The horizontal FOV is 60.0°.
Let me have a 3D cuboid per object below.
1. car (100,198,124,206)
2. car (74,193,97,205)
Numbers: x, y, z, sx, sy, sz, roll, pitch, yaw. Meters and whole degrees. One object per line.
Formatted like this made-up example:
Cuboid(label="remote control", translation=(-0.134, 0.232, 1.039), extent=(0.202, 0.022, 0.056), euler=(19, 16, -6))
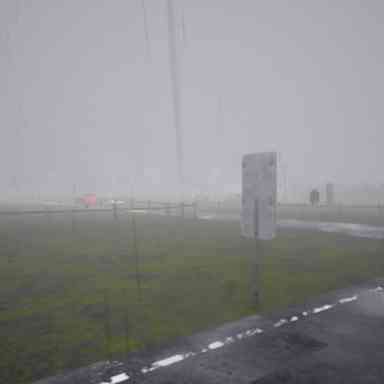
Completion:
Cuboid(label="car", translation=(-12.534, 1.571, 51.822), extent=(1.895, 1.301, 4.718), euler=(1, -1, -40))
Cuboid(label="car", translation=(-19.049, 1.186, 59.430), extent=(2.150, 2.045, 5.566), euler=(1, -1, -41))
